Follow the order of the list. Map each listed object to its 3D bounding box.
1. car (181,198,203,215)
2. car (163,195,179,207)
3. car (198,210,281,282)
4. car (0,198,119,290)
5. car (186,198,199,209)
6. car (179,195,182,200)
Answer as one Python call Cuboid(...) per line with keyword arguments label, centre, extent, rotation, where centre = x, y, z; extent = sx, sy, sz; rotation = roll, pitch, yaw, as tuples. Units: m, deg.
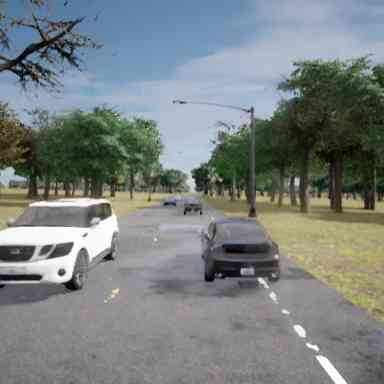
Cuboid(label="car", centre=(0.096, 1.527, 34.459), extent=(1.837, 1.490, 4.892), rotation=(0, 0, 0))
Cuboid(label="car", centre=(-3.535, 1.513, 53.630), extent=(1.882, 1.535, 5.008), rotation=(0, 0, 0))
Cuboid(label="car", centre=(1.233, 1.510, 9.772), extent=(1.837, 1.490, 4.892), rotation=(0, 0, 0))
Cuboid(label="car", centre=(-3.592, 1.225, 9.417), extent=(2.150, 2.045, 5.566), rotation=(0, 0, 0))
Cuboid(label="car", centre=(0.081, 1.559, 47.546), extent=(1.812, 1.442, 4.674), rotation=(0, 0, 1))
Cuboid(label="car", centre=(-3.421, 1.541, 82.988), extent=(1.812, 1.442, 4.674), rotation=(0, 0, 0))
